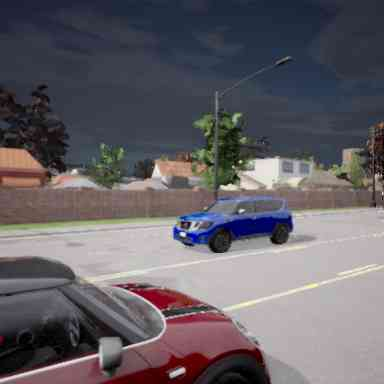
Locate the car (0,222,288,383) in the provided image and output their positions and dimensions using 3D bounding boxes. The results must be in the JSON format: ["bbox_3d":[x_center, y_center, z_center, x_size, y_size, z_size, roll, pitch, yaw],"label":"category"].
[{"bbox_3d":[-1.448,1.352,2.719,4.553,1.767,2.097,0,0,-35],"label":"car"}]

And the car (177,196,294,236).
[{"bbox_3d":[1.913,1.212,13.949,5.566,2.045,2.150,0,0,-35],"label":"car"}]
